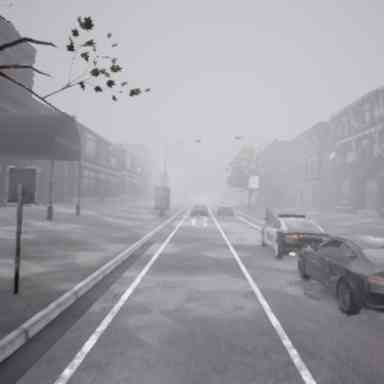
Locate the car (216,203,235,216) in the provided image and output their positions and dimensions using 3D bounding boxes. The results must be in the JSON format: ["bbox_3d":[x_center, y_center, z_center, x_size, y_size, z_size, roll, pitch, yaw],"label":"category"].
[{"bbox_3d":[3.996,2.110,40.216,1.812,1.442,4.674,2,0,2],"label":"car"}]

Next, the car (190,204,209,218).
[{"bbox_3d":[0.840,1.989,36.339,2.033,1.411,5.357,2,-1,2],"label":"car"}]

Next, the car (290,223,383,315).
[{"bbox_3d":[3.986,1.758,7.937,1.812,1.442,4.674,2,-1,2],"label":"car"}]

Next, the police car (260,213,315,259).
[{"bbox_3d":[4.151,1.734,14.046,1.930,1.638,5.238,2,-1,2],"label":"police car"}]
